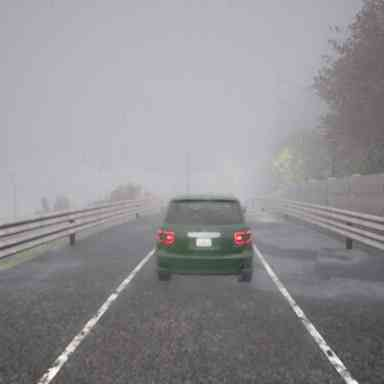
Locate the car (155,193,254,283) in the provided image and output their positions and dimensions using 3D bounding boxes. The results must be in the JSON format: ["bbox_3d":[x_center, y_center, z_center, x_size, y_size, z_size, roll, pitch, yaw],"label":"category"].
[{"bbox_3d":[0.365,1.026,9.233,2.150,2.045,5.566,0,1,3],"label":"car"}]

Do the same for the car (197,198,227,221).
[{"bbox_3d":[1.467,1.195,23.988,1.994,1.385,4.181,0,0,4],"label":"car"}]
